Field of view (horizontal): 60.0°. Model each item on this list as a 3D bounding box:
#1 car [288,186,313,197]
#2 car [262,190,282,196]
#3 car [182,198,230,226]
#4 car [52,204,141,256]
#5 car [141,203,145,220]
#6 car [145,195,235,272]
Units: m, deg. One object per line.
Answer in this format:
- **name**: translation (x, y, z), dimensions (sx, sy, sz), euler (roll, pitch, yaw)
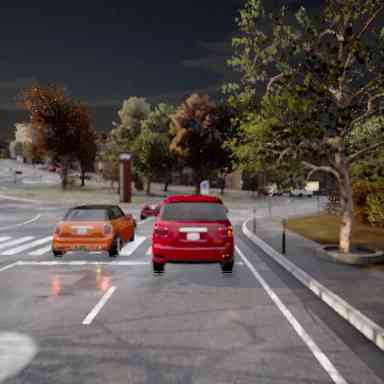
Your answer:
- **car**: translation (20.223, -0.096, 62.177), dimensions (2.150, 2.045, 5.566), euler (0, 2, -15)
- **car**: translation (15.609, 0.090, 65.817), dimensions (2.033, 1.411, 5.357), euler (-1, 2, -24)
- **car**: translation (1.132, 1.259, 22.682), dimensions (2.033, 1.411, 5.357), euler (1, 1, 16)
- **car**: translation (-3.449, 1.224, 12.623), dimensions (2.097, 1.767, 4.553), euler (0, 1, 1)
- **car**: translation (-1.956, 1.029, 24.173), dimensions (2.097, 1.767, 4.553), euler (1, 1, 16)
- **car**: translation (0.025, 1.119, 10.553), dimensions (2.150, 2.045, 5.566), euler (0, 0, 0)
